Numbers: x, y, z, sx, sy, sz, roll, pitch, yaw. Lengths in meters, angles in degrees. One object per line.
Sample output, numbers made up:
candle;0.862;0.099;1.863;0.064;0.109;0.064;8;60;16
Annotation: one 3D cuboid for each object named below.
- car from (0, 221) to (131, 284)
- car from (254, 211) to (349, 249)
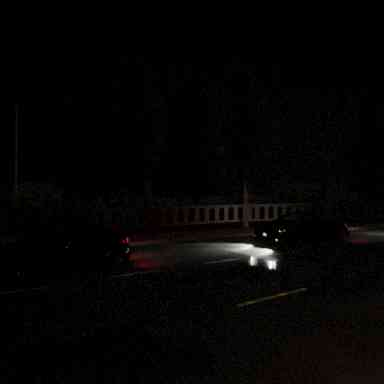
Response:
car;-3.917;1.564;9.592;4.181;1.385;1.994;0;0;-31
car;4.773;1.563;14.509;4.181;1.385;1.994;0;0;-26
